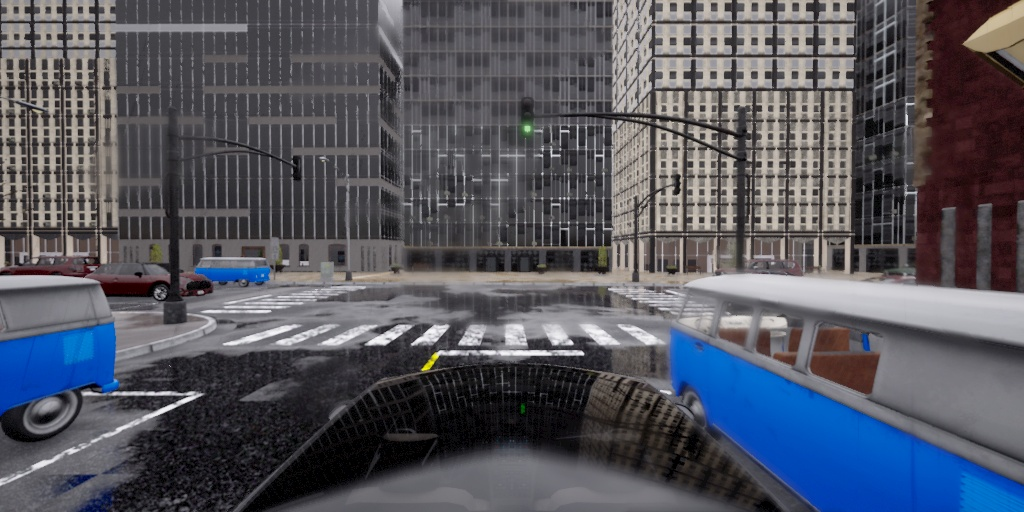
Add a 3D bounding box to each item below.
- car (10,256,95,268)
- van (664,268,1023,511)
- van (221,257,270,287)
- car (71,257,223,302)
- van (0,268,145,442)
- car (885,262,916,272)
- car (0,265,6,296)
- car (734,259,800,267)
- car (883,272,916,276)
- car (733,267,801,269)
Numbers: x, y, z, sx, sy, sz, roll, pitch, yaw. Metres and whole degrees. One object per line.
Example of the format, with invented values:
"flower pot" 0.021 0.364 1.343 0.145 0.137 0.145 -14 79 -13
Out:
"car" -28.309 0.900 22.163 5.009 1.841 2.192 0 0 0
"van" 2.686 1.092 2.729 1.690 1.789 3.998 0 0 0
"van" -17.263 0.976 22.155 3.998 1.789 1.690 0 0 0
"car" -16.439 1.065 16.352 4.553 1.767 2.097 0 1 0
"van" -5.695 1.092 2.713 1.690 1.789 3.998 0 0 0
"car" 23.538 1.097 19.523 5.566 2.045 2.150 0 1 0
"car" -26.850 1.171 16.362 4.892 1.490 1.837 0 1 0
"car" 15.126 1.112 22.135 5.009 1.841 2.192 0 0 0
"car" 15.119 1.451 13.755 4.507 1.381 1.888 0 0 0
"car" 13.622 1.424 19.530 4.718 1.301 1.895 0 1 0
